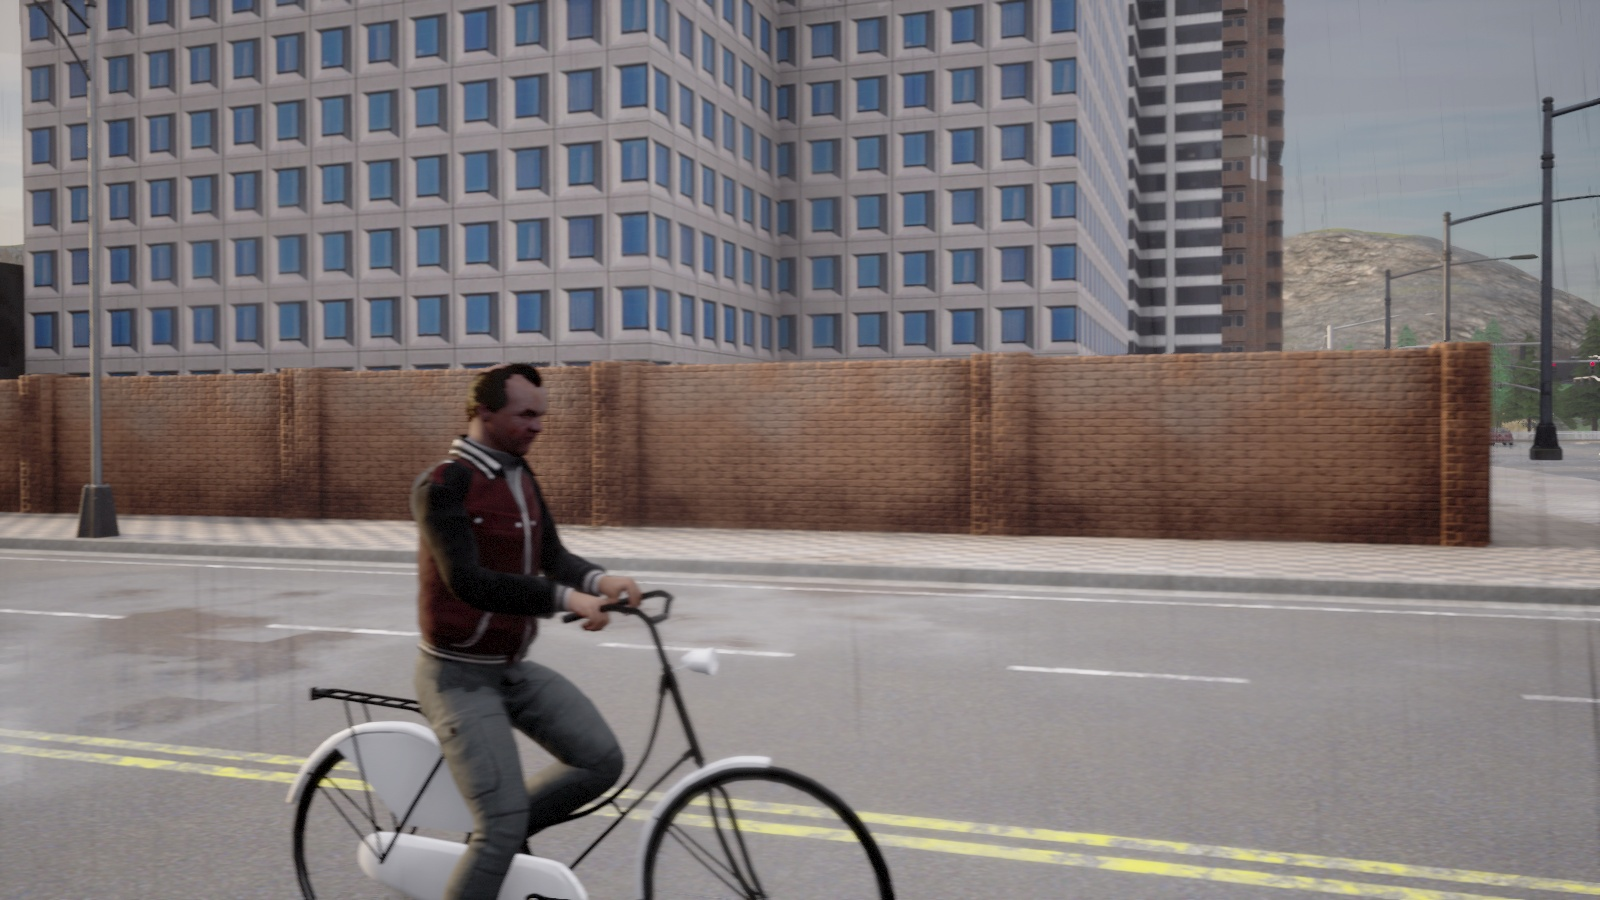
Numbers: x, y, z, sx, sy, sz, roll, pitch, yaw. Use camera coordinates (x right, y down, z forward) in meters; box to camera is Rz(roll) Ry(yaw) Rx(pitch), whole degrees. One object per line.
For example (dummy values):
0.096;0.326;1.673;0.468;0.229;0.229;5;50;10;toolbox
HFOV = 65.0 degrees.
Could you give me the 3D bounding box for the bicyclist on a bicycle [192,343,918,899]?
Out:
-0.657;0.640;3.412;1.843;1.776;0.659;0;1;19;bicyclist on a bicycle
